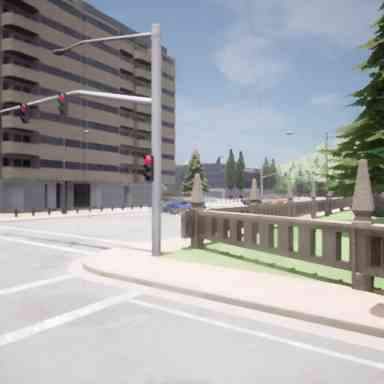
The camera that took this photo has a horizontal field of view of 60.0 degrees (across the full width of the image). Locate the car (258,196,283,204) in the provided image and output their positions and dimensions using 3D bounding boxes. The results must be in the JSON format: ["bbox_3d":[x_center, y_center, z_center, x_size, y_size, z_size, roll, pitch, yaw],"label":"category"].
[{"bbox_3d":[12.714,1.397,52.428,2.097,1.767,4.553,0,0,35],"label":"car"}]

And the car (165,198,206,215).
[{"bbox_3d":[-0.332,1.572,33.732,1.812,1.442,4.674,0,0,34],"label":"car"}]

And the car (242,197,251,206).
[{"bbox_3d":[9.962,1.556,54.595,1.837,1.490,4.892,0,0,35],"label":"car"}]

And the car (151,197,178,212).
[{"bbox_3d":[-2.488,1.397,36.789,2.097,1.767,4.553,0,0,35],"label":"car"}]
